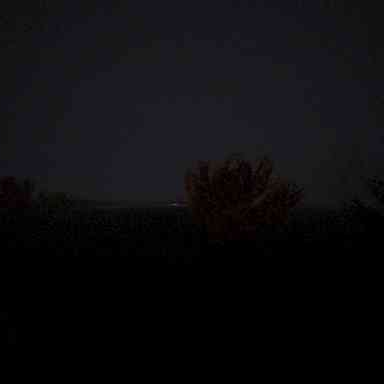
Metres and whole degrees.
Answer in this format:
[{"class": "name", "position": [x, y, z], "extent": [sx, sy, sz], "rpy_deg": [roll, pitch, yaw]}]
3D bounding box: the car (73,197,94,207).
[{"class": "car", "position": [-16.155, 1.440, 45.685], "extent": [2.033, 1.411, 5.357], "rpy_deg": [0, -1, 36]}]

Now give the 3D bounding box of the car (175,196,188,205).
[{"class": "car", "position": [-0.569, 1.640, 61.016], "extent": [1.812, 1.442, 4.674], "rpy_deg": [0, -1, 36]}]

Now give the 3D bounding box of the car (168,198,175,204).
[{"class": "car", "position": [-2.575, 1.626, 64.320], "extent": [1.882, 1.535, 5.008], "rpy_deg": [0, -1, 36]}]
